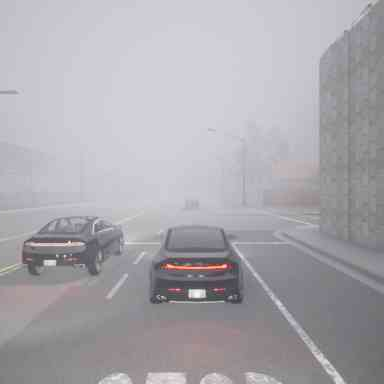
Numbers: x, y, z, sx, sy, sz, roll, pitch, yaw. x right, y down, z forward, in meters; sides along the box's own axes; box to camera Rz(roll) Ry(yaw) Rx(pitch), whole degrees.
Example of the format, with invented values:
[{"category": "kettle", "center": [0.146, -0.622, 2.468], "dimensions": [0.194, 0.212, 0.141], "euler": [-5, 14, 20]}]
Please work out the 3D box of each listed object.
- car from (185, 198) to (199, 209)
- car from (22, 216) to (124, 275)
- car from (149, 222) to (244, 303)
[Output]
[{"category": "car", "center": [-0.003, 1.496, 44.157], "dimensions": [2.128, 1.511, 4.902], "euler": [0, 0, 0]}, {"category": "car", "center": [-3.424, 1.493, 10.430], "dimensions": [2.128, 1.511, 4.902], "euler": [0, 0, 0]}, {"category": "car", "center": [0.082, 1.506, 8.160], "dimensions": [1.837, 1.490, 4.892], "euler": [0, 0, 0]}]
